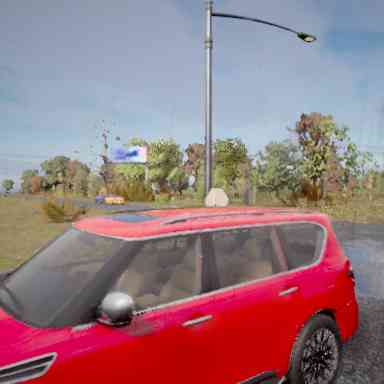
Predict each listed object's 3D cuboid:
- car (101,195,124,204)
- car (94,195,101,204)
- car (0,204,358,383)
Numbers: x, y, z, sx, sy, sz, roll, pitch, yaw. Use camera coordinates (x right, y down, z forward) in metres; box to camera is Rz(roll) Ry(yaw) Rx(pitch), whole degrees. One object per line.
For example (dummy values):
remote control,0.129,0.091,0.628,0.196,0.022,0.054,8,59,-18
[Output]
car,-13.141,1.267,56.165,2.097,1.767,4.553,0,0,-33
car,-16.360,1.256,60.872,2.097,1.767,4.553,0,0,-34
car,-0.467,1.226,3.555,5.566,2.045,2.150,0,0,-36
